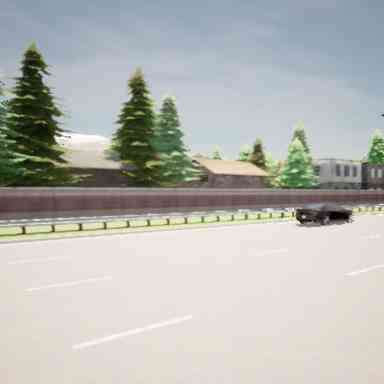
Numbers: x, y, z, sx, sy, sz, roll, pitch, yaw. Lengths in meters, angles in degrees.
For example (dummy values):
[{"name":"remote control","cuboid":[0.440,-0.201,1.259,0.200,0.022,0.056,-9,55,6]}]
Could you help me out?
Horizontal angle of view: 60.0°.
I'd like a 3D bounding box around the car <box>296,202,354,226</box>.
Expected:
[{"name":"car","cuboid":[9.387,1.483,23.348,5.008,1.535,1.882,0,0,-36]}]
